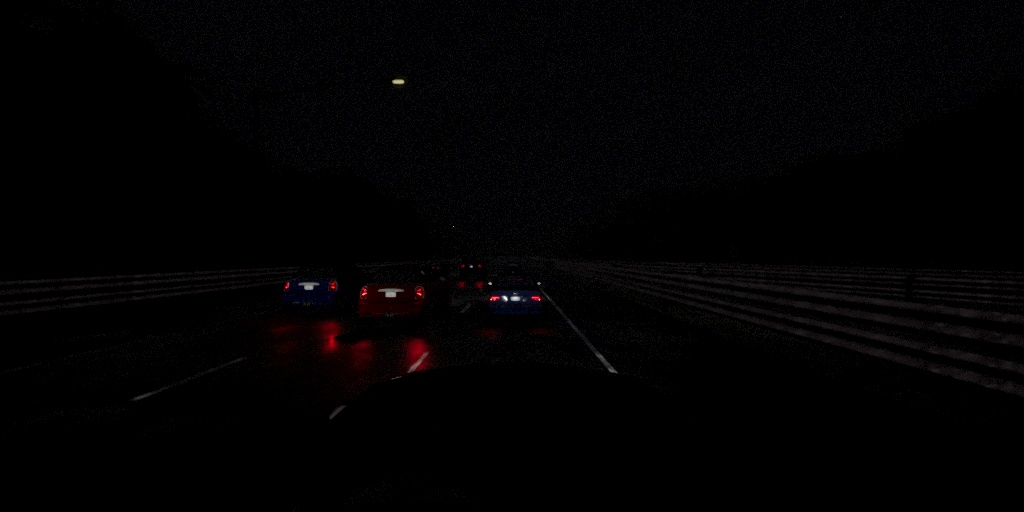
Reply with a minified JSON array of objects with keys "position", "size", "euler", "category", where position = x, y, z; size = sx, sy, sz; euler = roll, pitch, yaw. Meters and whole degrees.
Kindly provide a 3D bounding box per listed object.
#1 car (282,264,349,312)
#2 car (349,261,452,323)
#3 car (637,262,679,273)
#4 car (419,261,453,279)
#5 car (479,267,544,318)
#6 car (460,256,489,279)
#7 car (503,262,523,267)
[{"position":[-6.905,1.074,14.310],"size":[2.097,1.767,4.553],"euler":[0,0,0],"category":"car"},{"position":[-3.402,1.103,12.203],"size":[2.097,1.767,4.553],"euler":[0,0,0],"category":"car"},{"position":[14.207,1.362,35.229],"size":[2.163,1.488,4.792],"euler":[0,0,-15],"category":"car"},{"position":[-6.906,1.246,33.252],"size":[2.128,1.511,4.902],"euler":[0,0,0],"category":"car"},{"position":[0.097,1.298,13.018],"size":[2.033,1.411,5.357],"euler":[0,0,0],"category":"car"},{"position":[-3.407,0.976,32.748],"size":[2.150,2.045,5.566],"euler":[0,0,0],"category":"car"},{"position":[0.093,1.281,34.416],"size":[1.812,1.442,4.674],"euler":[0,0,0],"category":"car"}]
